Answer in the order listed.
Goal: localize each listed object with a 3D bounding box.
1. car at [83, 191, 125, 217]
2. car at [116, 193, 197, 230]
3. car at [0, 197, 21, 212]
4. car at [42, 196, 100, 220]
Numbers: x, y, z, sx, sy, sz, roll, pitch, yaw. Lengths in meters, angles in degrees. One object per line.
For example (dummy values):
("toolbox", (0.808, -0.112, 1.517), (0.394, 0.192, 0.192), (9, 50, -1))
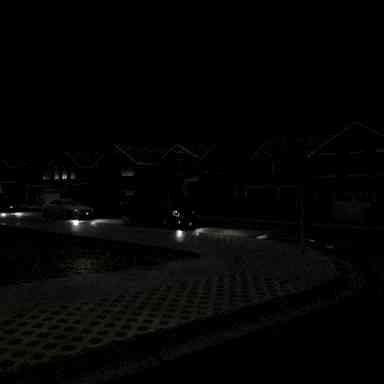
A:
("car", (-7.597, 0.900, 27.095), (5.566, 2.045, 2.150), (1, 1, 34))
("car", (-1.931, 1.148, 19.603), (4.553, 1.767, 2.097), (1, 1, 35))
("car", (-17.483, 1.129, 30.318), (4.181, 1.385, 1.994), (1, 1, 34))
("car", (-9.282, 1.213, 24.665), (4.674, 1.442, 1.812), (1, 1, 35))
